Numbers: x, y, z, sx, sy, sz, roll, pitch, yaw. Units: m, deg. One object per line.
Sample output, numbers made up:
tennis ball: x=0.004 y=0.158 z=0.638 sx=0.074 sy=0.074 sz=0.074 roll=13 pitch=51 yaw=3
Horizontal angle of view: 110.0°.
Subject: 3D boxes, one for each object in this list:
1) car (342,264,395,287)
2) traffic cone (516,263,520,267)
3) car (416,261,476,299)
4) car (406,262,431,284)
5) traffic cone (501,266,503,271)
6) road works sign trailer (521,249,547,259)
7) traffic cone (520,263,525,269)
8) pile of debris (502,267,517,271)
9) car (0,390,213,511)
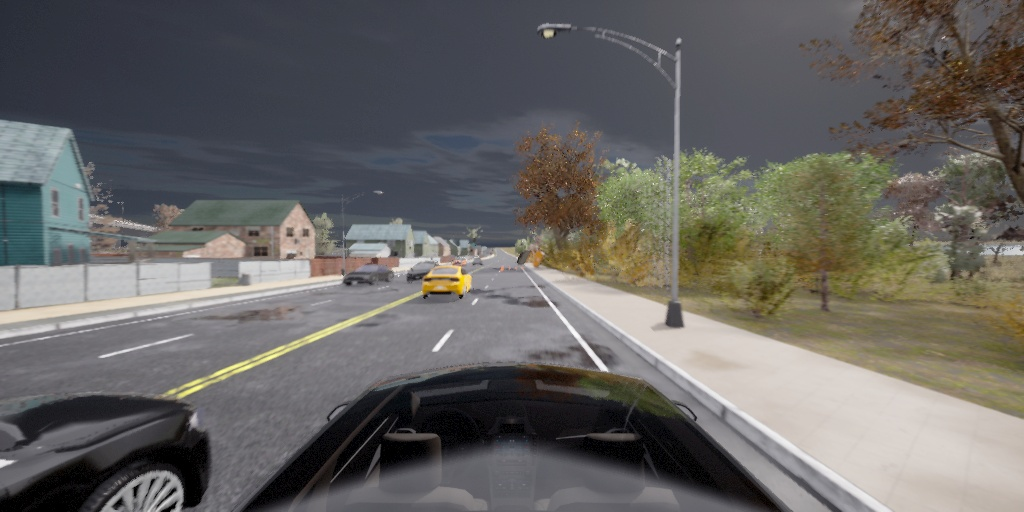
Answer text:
car: x=-9.840 y=1.295 z=25.105 sx=2.033 sy=1.411 sz=5.357 roll=0 pitch=0 yaw=0
traffic cone: x=0.628 y=1.679 z=53.479 sx=0.340 sy=0.580 sz=0.340 roll=0 pitch=0 yaw=0
car: x=-3.148 y=1.228 z=18.212 sx=1.882 sy=1.535 sz=5.008 roll=0 pitch=0 yaw=0
car: x=-6.586 y=1.224 z=27.421 sx=1.882 sy=1.535 sz=5.008 roll=0 pitch=0 yaw=0
traffic cone: x=-1.372 y=1.685 z=47.479 sx=0.340 sy=0.580 sz=0.340 roll=0 pitch=0 yaw=0
road works sign trailer: x=3.408 y=-1.773 z=48.642 sx=2.380 sy=3.560 sz=2.880 roll=0 pitch=0 yaw=44
traffic cone: x=1.628 y=1.679 z=53.478 sx=0.340 sy=0.580 sz=0.340 roll=0 pitch=0 yaw=0
pile of debris: x=0.006 y=1.895 z=47.485 sx=1.860 sy=0.140 sz=1.500 roll=0 pitch=0 yaw=0
car: x=-3.150 y=1.241 z=0.669 sx=2.128 sy=1.511 sz=4.902 roll=0 pitch=0 yaw=0
